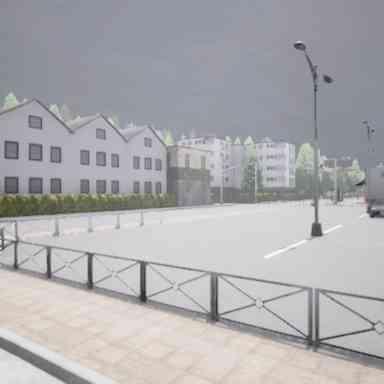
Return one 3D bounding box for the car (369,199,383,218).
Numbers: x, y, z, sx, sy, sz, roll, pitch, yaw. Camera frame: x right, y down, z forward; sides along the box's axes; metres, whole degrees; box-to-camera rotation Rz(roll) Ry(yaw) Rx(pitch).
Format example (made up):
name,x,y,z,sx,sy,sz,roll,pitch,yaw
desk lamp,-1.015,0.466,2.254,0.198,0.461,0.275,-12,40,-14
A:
name,x,y,z,sx,sy,sz,roll,pitch,yaw
car,15.546,1.309,26.715,2.007,1.523,4.514,0,0,35
